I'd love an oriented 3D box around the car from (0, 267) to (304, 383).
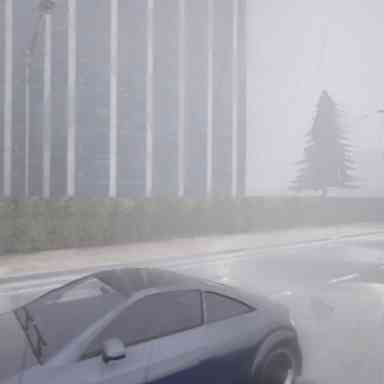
[{"bbox_3d":[-0.766,1.575,3.444,4.181,1.385,1.994,1,0,-35],"label":"car"}]
